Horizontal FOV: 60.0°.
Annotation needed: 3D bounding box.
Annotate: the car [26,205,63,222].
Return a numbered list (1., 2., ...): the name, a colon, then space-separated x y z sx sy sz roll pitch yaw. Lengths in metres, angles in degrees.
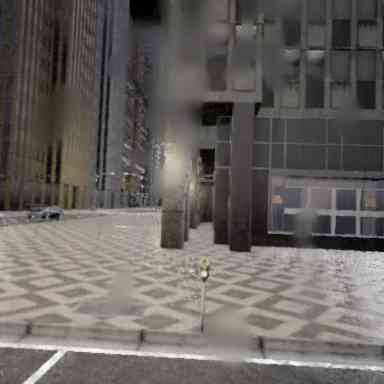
1. car: -14.888 2.219 33.988 2.128 1.511 4.902 2 -2 4

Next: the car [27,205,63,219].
1. car: -17.644 2.357 40.249 1.837 1.490 4.892 2 -2 4
